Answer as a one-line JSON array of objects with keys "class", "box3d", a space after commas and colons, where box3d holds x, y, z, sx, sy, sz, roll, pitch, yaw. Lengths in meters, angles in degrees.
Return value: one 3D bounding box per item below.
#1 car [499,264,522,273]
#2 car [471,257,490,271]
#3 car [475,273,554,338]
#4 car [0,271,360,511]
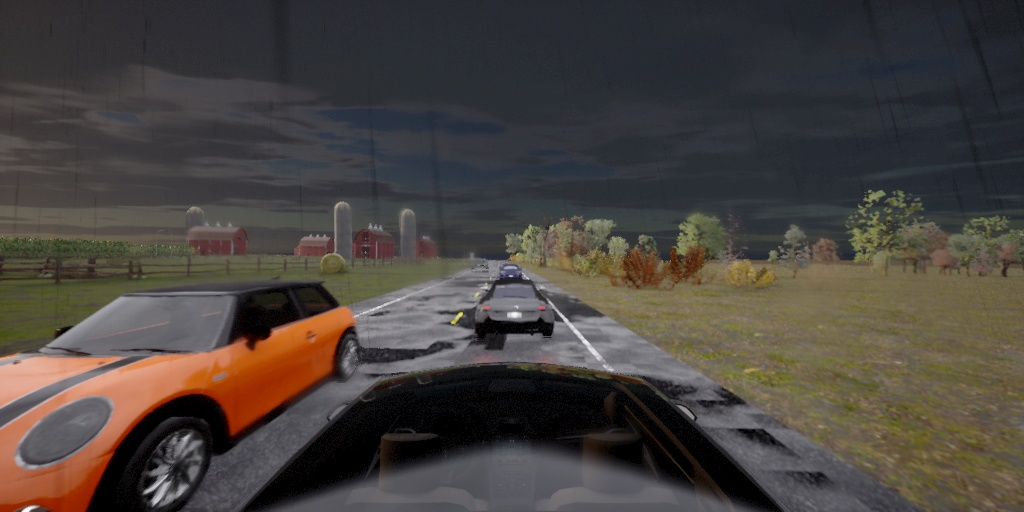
[{"class": "car", "box3d": [-0.114, 1.395, 29.940, 1.812, 1.442, 4.674, 0, 0, -1]}, {"class": "car", "box3d": [-3.921, 0.908, 44.674, 2.097, 1.767, 4.553, 0, 0, -1]}, {"class": "car", "box3d": [0.058, 1.350, 10.365, 1.994, 1.385, 4.181, 0, 0, 0]}, {"class": "car", "box3d": [-3.612, 1.112, 4.146, 2.097, 1.767, 4.553, 0, 0, 0]}]
